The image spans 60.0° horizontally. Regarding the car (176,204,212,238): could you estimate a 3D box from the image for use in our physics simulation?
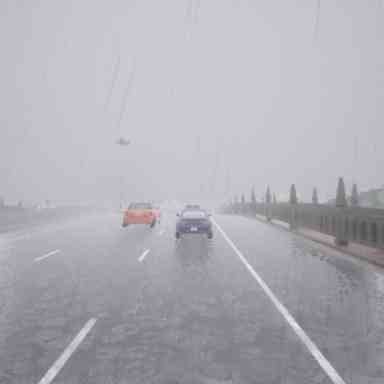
[{"bbox_3d":[0.099,1.604,18.126,1.812,1.442,4.674,0,0,0],"label":"car"}]

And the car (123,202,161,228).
[{"bbox_3d":[-3.403,1.451,23.309,2.097,1.767,4.553,0,0,0],"label":"car"}]
